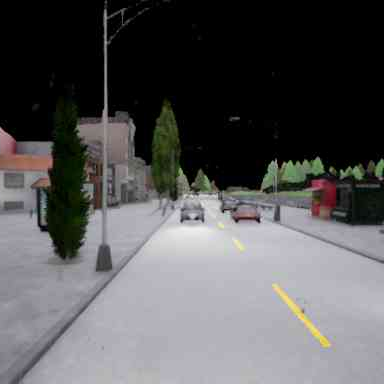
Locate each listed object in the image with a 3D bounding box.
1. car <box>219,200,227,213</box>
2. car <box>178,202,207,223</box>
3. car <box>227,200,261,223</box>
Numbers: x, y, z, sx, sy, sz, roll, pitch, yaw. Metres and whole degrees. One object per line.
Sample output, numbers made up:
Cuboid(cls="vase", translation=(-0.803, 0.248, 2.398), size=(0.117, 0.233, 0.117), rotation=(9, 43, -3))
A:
Cuboid(cls="car", translation=(4.082, 1.567, 36.951), size=(2.033, 1.411, 5.357), rotation=(0, 0, 1))
Cuboid(cls="car", translation=(0.039, 1.499, 25.493), size=(2.128, 1.511, 4.902), rotation=(0, 0, 0))
Cuboid(cls="car", translation=(4.086, 1.581, 25.957), size=(1.994, 1.385, 4.181), rotation=(0, 0, 2))
